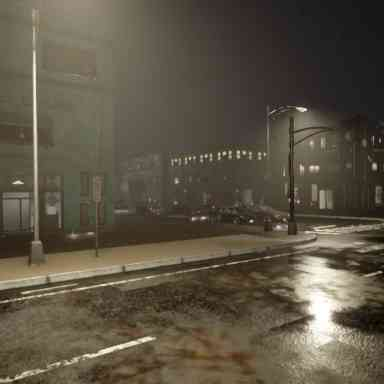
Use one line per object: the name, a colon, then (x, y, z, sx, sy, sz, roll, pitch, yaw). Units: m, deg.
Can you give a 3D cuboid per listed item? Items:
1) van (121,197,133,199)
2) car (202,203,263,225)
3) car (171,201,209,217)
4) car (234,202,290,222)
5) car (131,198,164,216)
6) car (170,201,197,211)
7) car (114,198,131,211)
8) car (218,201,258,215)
van: (-10.856, 1.902, 60.585, 1.690, 1.788, 3.998, -1, 0, -35)
car: (3.117, 1.811, 26.314, 1.947, 1.339, 4.313, -2, 0, -35)
car: (-0.497, 1.897, 36.064, 1.994, 1.385, 4.181, -1, 0, -36)
car: (5.523, 1.761, 27.625, 2.033, 1.411, 5.357, -1, 0, -36)
car: (-4.836, 1.843, 37.687, 1.967, 1.590, 4.097, -1, 0, -35)
car: (-1.218, 1.961, 47.059, 1.802, 1.307, 4.206, -2, 0, -35)
car: (-11.686, 2.096, 51.891, 2.033, 1.411, 5.357, -1, 0, -35)
car: (5.202, 1.805, 38.041, 2.008, 1.369, 4.403, -2, 0, -35)
